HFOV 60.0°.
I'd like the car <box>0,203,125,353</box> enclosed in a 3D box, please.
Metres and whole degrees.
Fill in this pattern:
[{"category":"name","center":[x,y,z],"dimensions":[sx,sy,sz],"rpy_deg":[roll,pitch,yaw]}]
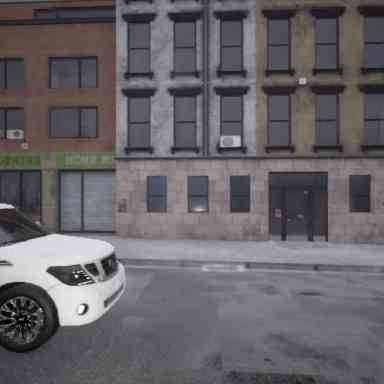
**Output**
[{"category":"car","center":[-4.002,1.140,5.648],"dimensions":[5.566,2.045,2.150],"rpy_deg":[1,0,3]}]
